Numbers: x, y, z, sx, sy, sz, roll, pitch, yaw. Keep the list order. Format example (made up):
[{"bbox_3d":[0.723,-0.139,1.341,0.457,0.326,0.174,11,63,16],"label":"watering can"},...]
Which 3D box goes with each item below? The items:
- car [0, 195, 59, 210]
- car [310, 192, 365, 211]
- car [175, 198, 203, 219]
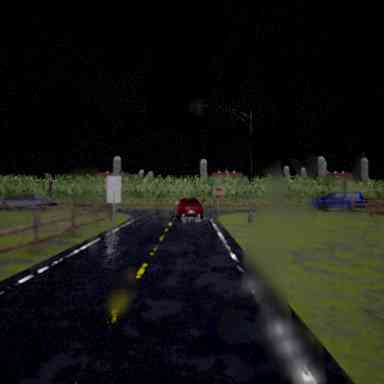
[{"bbox_3d":[-16.458,1.058,33.700,5.357,1.411,2.033,0,0,0],"label":"car"},{"bbox_3d":[15.905,0.994,36.475,5.566,2.045,2.150,0,0,0],"label":"car"},{"bbox_3d":[-0.287,1.202,26.038,1.882,1.535,5.008,0,1,-6],"label":"car"}]
